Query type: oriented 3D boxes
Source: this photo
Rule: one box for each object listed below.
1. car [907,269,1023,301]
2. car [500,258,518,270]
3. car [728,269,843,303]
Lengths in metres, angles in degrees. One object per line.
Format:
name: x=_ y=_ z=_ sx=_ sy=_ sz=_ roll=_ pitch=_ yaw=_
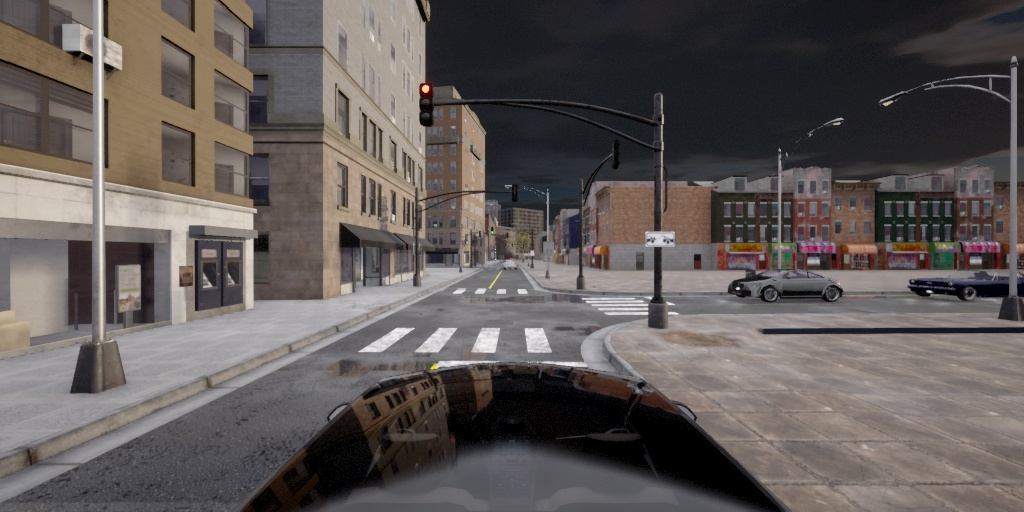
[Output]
car: x=20.827 y=1.266 z=16.009 sx=4.718 sy=1.301 sz=1.895 roll=0 pitch=0 yaw=0
car: x=-0.627 y=1.293 z=54.737 sx=1.812 sy=1.442 sz=4.674 roll=0 pitch=0 yaw=-12
car: x=12.041 y=1.261 z=15.962 sx=4.181 sy=1.385 sz=1.994 roll=0 pitch=0 yaw=0
